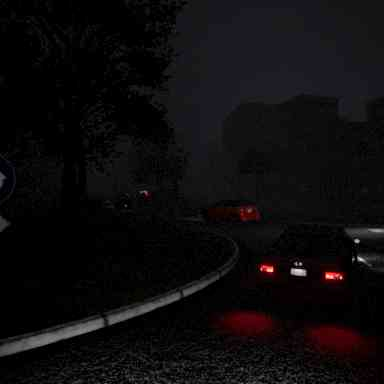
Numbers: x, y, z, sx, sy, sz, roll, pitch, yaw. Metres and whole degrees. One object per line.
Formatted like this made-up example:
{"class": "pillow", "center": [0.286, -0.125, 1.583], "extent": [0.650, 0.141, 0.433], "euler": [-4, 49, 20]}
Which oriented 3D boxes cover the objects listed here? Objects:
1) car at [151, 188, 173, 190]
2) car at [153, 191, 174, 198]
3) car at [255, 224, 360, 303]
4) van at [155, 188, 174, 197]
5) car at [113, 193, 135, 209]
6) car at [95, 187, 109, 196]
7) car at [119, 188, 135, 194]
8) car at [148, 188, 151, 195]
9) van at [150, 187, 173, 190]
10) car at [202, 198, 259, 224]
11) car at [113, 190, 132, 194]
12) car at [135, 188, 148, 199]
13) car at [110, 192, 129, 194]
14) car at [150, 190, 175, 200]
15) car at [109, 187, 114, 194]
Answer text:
{"class": "car", "center": [-5.210, 0.602, 63.993], "extent": [4.553, 1.767, 2.185], "euler": [0, 1, -6]}
{"class": "car", "center": [-6.335, 0.485, 74.780], "extent": [4.674, 1.452, 2.002], "euler": [0, 2, -4]}
{"class": "car", "center": [3.110, 1.532, 8.416], "extent": [2.033, 1.411, 5.357], "euler": [0, 0, 27]}
{"class": "van", "center": [-6.431, 0.142, 77.485], "extent": [4.442, 1.987, 1.878], "euler": [0, 2, -4]}
{"class": "car", "center": [-8.345, 1.275, 40.476], "extent": [1.837, 1.490, 4.892], "euler": [0, 1, -18]}
{"class": "car", "center": [-23.671, 0.084, 86.148], "extent": [2.097, 1.535, 5.008], "euler": [0, 2, -2]}
{"class": "car", "center": [-13.708, 0.552, 69.974], "extent": [1.882, 1.535, 5.008], "euler": [0, 2, -5]}
{"class": "car", "center": [-5.795, 0.338, 69.459], "extent": [5.566, 2.045, 2.435], "euler": [0, 2, -6]}
{"class": "van", "center": [-5.646, 0.433, 66.716], "extent": [4.442, 1.987, 1.878], "euler": [0, 1, -6]}
{"class": "car", "center": [2.692, 1.301, 24.437], "extent": [2.097, 1.767, 4.553], "euler": [0, 0, -36]}
{"class": "car", "center": [-12.568, 0.869, 60.111], "extent": [2.033, 1.411, 5.357], "euler": [0, 1, -6]}
{"class": "car", "center": [-10.744, 0.586, 70.507], "extent": [2.128, 1.511, 4.902], "euler": [0, 2, -5]}
{"class": "car", "center": [-10.903, 1.114, 50.207], "extent": [1.994, 1.385, 4.181], "euler": [0, 1, -11]}
{"class": "car", "center": [-4.958, 0.796, 61.253], "extent": [4.892, 1.521, 2.231], "euler": [0, 1, -6]}
{"class": "car", "center": [-23.815, -0.053, 91.638], "extent": [2.163, 1.488, 4.792], "euler": [0, 2, 0]}
